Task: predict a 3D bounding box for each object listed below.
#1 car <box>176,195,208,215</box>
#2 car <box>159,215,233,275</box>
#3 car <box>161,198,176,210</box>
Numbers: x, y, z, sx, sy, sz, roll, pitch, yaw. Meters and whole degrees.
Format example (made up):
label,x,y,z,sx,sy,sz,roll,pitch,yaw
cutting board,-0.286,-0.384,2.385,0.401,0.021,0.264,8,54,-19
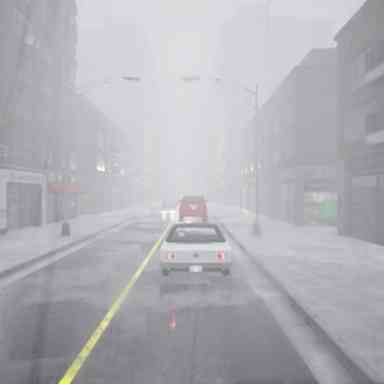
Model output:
label,x,y,z,sx,sy,sz,roll,pitch,yaw
car,0.090,1.270,27.203,2.150,2.045,5.566,0,0,0
car,0.100,1.618,10.472,1.895,1.301,4.718,0,0,0
car,-3.063,1.581,44.982,2.128,1.511,4.902,0,0,1
